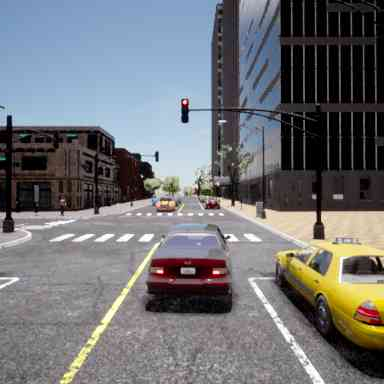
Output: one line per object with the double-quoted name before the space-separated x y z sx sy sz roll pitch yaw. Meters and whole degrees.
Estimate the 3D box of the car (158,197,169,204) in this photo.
"car" -5.697 1.606 66.312 1.802 1.307 4.206 1 0 0

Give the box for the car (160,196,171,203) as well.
"car" -5.698 1.593 71.847 1.947 1.339 4.313 1 0 0

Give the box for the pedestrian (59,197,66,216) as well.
"pedestrian" -12.553 1.368 32.153 0.375 1.860 0.375 0 0 1

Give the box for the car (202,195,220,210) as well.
"car" 2.691 1.455 44.162 1.967 1.590 4.097 1 0 0

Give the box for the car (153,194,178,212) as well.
"car" -3.106 1.366 39.897 2.097 1.767 4.553 0 0 0

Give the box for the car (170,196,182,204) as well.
"car" -3.057 1.516 65.154 2.128 1.511 4.902 0 0 1

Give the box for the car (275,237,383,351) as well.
"car" 2.837 1.527 6.384 1.752 1.417 4.829 1 0 0

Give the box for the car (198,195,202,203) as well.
"car" 2.683 1.552 72.007 1.752 1.417 4.829 1 0 0

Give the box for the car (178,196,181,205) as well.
"car" -3.102 1.619 51.899 1.895 1.301 4.718 0 0 0

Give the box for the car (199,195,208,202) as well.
"car" 2.682 1.554 77.541 1.752 1.417 4.829 1 0 0

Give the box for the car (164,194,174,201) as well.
"car" -5.697 1.346 82.915 2.192 1.841 5.009 1 0 0

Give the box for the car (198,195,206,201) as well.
"car" 2.679 1.578 88.441 1.887 1.381 4.507 1 0 0

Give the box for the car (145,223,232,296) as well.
"car" 0.073 1.550 8.835 2.033 1.411 5.357 0 0 3
